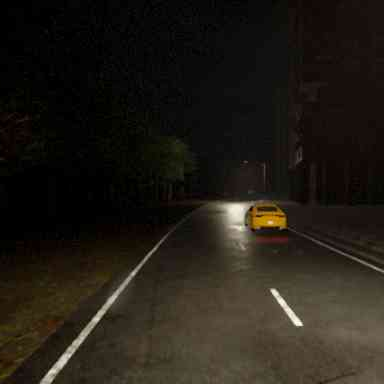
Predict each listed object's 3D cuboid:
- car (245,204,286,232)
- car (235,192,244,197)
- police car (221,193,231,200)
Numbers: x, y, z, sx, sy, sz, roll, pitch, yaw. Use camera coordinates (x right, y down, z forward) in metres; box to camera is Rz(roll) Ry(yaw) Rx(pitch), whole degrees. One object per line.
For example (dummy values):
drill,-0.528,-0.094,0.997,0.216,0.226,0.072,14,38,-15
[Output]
car,4.297,1.466,20.052,1.882,1.535,5.008,0,0,4
car,13.447,0.722,94.273,1.837,1.490,4.892,0,1,16
police car,7.848,1.006,77.266,1.930,1.638,5.238,0,1,13
